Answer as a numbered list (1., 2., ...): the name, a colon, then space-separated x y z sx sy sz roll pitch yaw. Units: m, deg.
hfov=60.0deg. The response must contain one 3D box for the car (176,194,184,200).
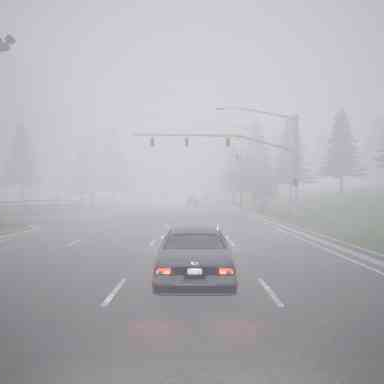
1. car: -3.453 1.358 93.904 2.128 1.511 4.902 0 0 0

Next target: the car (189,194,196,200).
1. car: 0.047 1.310 93.902 1.882 1.535 5.008 0 0 0

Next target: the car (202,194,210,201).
1. car: 3.542 1.492 83.481 1.837 1.490 4.892 0 0 0

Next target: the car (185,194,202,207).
1. car: 0.024 1.352 52.839 2.097 1.767 4.553 0 0 0

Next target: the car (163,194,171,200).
1. car: -6.953 1.385 93.906 1.994 1.385 4.181 0 0 0

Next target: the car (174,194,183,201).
1. car: -3.458 1.517 83.901 1.812 1.442 4.674 0 0 0

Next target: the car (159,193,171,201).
1. car: -6.958 1.217 83.516 2.150 2.045 5.566 0 0 0

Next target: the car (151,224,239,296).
1. car: 0.071 1.547 8.800 2.033 1.411 5.357 0 0 0

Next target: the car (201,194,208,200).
1. car: 3.547 1.310 93.901 1.882 1.535 5.008 0 0 0

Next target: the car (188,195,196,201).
1. car: 0.042 1.531 83.482 2.033 1.411 5.357 0 0 0
